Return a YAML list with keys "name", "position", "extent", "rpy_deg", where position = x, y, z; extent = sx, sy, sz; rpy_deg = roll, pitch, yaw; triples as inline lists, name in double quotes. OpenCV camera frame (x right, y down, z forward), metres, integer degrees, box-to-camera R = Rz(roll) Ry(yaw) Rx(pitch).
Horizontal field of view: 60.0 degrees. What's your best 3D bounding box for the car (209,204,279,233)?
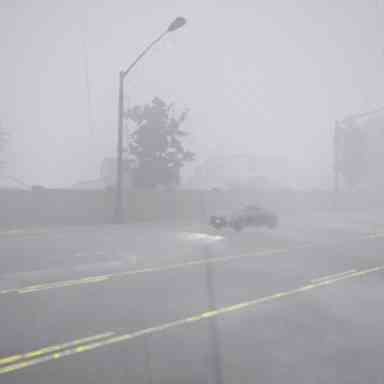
- name: "car"
  position: [2.998, 1.364, 18.908]
  extent: [4.181, 1.385, 1.994]
  rpy_deg: [0, 0, -36]
